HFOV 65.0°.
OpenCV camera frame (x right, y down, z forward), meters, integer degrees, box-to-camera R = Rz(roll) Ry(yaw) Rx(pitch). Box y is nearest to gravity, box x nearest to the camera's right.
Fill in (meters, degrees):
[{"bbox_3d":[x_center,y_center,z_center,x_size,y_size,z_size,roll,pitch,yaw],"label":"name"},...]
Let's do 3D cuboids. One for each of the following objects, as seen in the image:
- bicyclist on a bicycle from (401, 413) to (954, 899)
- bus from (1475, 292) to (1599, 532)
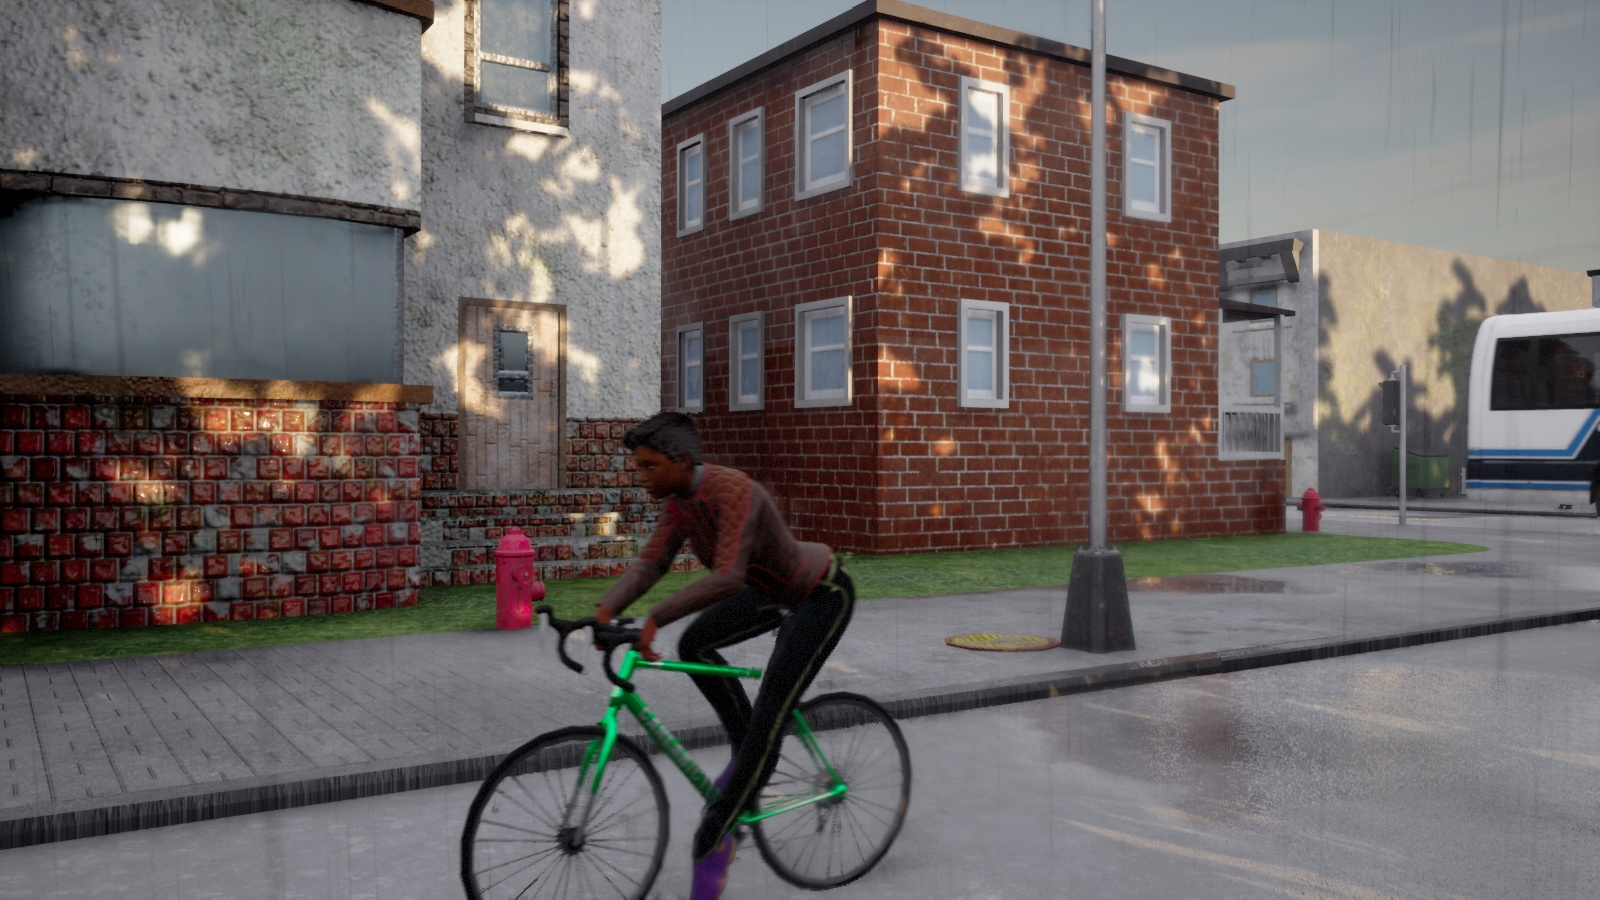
[{"bbox_3d":[-0.345,0.708,3.998,1.656,1.620,0.582,-1,0,-33],"label":"bicyclist on a bicycle"},{"bbox_3d":[17.624,-0.618,21.129,3.944,4.253,10.273,3,-2,-40],"label":"bus"}]
